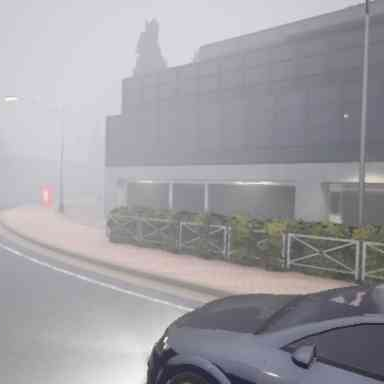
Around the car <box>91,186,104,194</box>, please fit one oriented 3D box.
[{"bbox_3d":[-18.735,-0.428,69.131,1.812,1.442,4.674,2,1,34],"label":"car"}]

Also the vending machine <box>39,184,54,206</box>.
[{"bbox_3d":[-13.857,0.279,31.791,1.100,2.100,0.880,1,1,-10],"label":"vending machine"}]

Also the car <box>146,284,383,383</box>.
[{"bbox_3d":[1.615,1.557,2.844,4.181,1.385,1.994,2,1,35],"label":"car"}]
